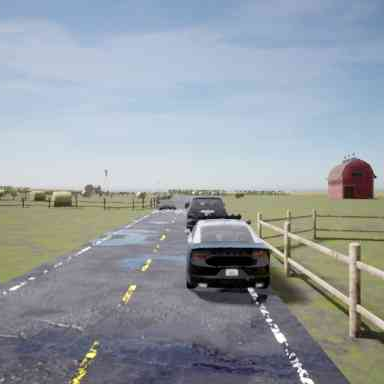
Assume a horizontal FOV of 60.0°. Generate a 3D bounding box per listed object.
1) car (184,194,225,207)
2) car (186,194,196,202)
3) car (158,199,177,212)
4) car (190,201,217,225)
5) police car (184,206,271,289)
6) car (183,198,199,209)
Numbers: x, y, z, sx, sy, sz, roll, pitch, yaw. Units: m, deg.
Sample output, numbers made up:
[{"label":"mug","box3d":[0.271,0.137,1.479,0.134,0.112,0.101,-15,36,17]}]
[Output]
[{"label":"car","box3d":[0.779,1.220,19.236,2.150,2.045,5.566,0,0,0]},{"label":"car","box3d":[-0.165,1.252,71.649,2.097,1.767,4.553,0,0,0]},{"label":"car","box3d":[-2.840,1.555,39.311,1.994,1.385,4.181,0,0,0]},{"label":"car","box3d":[0.765,1.500,25.206,1.837,1.490,4.892,0,0,0]},{"label":"police car","box3d":[0.802,1.423,9.316,1.930,1.638,5.238,0,0,0]},{"label":"car","box3d":[-0.078,1.536,46.056,2.033,1.411,5.357,0,0,0]}]
